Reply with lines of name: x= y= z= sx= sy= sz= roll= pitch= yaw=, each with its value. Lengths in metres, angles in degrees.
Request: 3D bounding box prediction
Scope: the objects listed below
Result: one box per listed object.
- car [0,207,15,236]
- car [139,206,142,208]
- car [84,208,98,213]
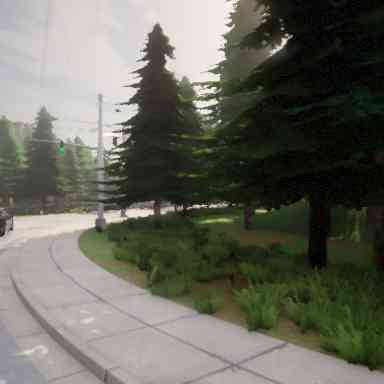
car: x=-10.999 y=1.546 z=18.158 sx=1.837 sy=1.490 sz=4.892 roll=1 pitch=0 yaw=-23
car: x=-5.454 y=1.676 z=46.544 sx=1.812 sy=1.442 sz=4.674 roll=0 pitch=0 yaw=29
car: x=-10.139 y=1.601 z=37.850 sx=2.128 sy=1.511 sz=4.902 roll=0 pitch=0 yaw=27
